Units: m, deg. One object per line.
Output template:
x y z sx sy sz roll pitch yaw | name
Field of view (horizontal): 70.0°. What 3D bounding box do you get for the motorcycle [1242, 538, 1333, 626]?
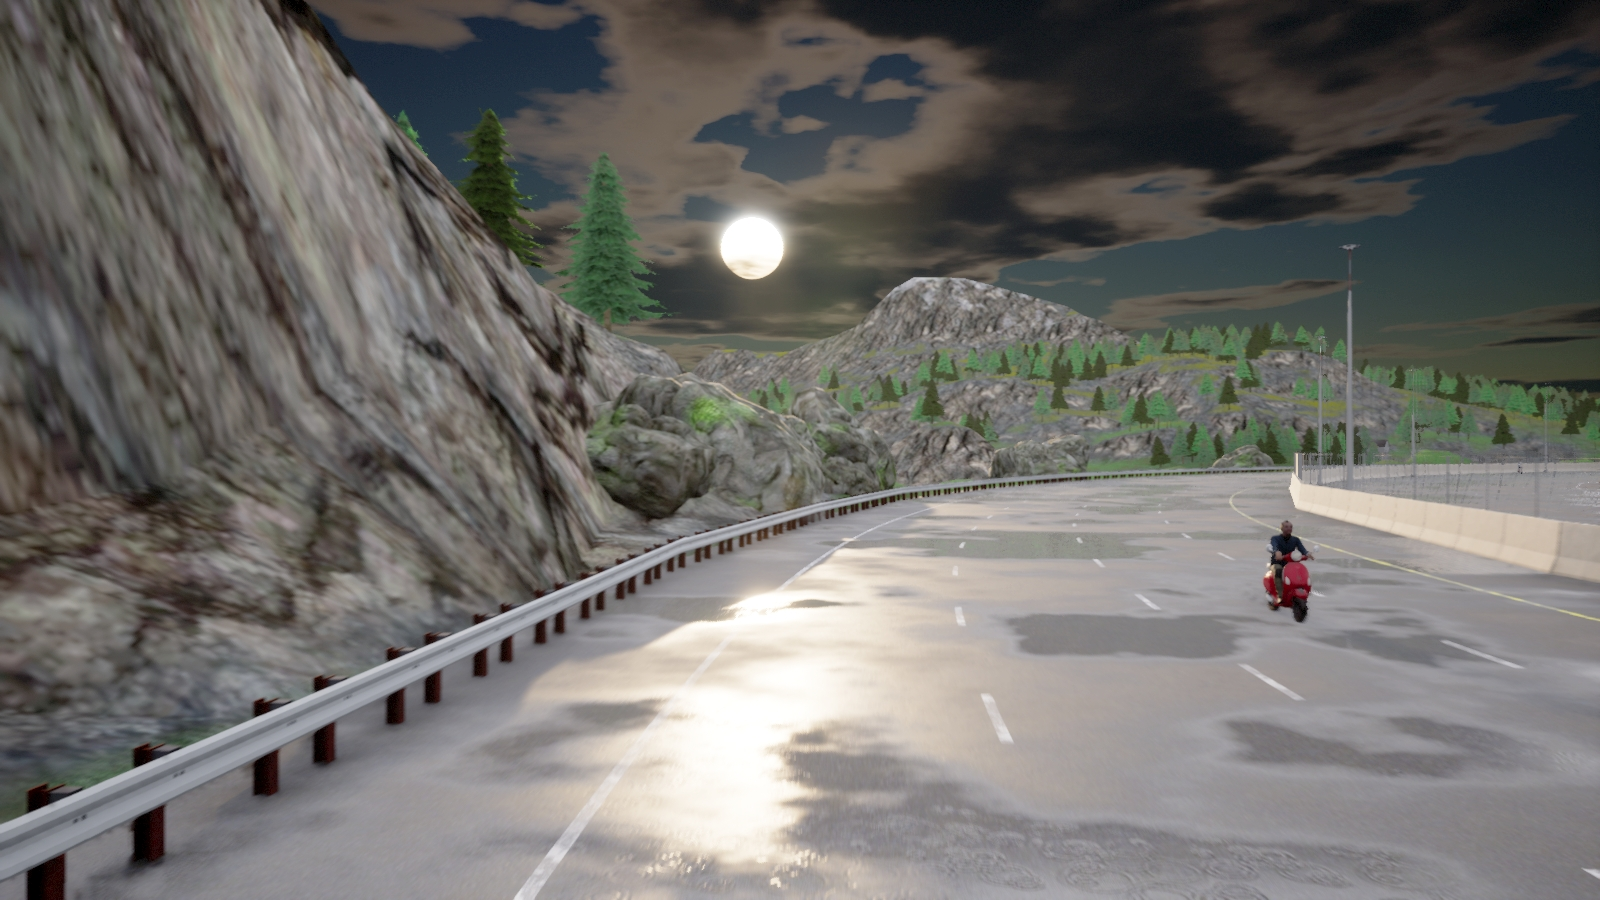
8.182 2.191 19.250 0.856 1.236 1.805 2 0 5 | motorcycle
